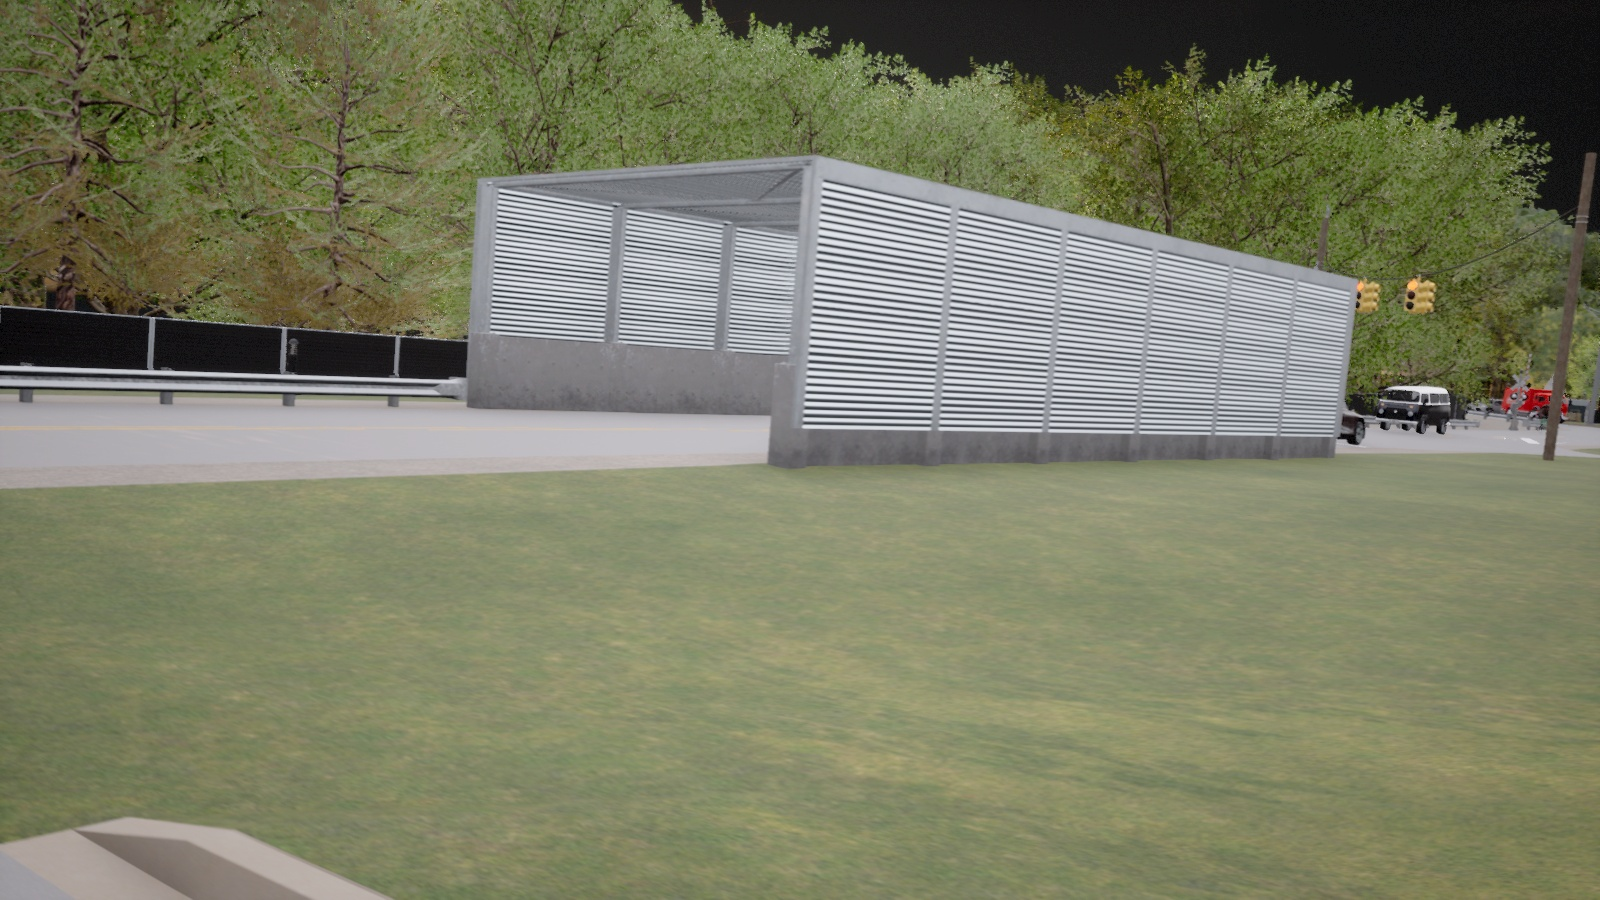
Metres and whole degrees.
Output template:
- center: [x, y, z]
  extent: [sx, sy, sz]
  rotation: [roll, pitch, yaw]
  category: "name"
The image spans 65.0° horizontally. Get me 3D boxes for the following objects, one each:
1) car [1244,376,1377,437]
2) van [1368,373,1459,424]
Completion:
- center: [15.923, -1.353, 39.035]
  extent: [2.033, 1.649, 4.856]
  rotation: [9, 7, 43]
  category: "car"
- center: [26.897, -2.276, 54.994]
  extent: [4.480, 2.038, 2.069]
  rotation: [-3, 8, -45]
  category: "van"
